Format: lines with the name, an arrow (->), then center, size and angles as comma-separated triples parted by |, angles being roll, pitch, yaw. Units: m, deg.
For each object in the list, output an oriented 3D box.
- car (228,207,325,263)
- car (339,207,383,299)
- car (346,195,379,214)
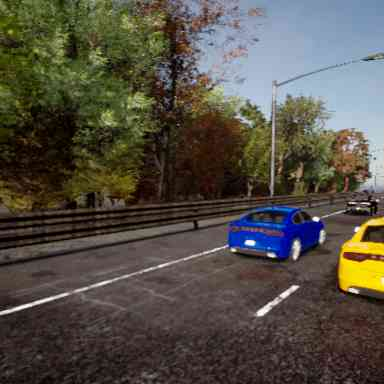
car -> 3.046, 1.231, 11.254 | 1.882, 1.535, 5.008 | 2, 2, 35
car -> 4.796, 1.345, 7.660 | 1.882, 1.535, 5.008 | 2, 2, 35
car -> 13.761, 1.019, 26.761 | 2.128, 1.511, 4.902 | 2, 2, 34
